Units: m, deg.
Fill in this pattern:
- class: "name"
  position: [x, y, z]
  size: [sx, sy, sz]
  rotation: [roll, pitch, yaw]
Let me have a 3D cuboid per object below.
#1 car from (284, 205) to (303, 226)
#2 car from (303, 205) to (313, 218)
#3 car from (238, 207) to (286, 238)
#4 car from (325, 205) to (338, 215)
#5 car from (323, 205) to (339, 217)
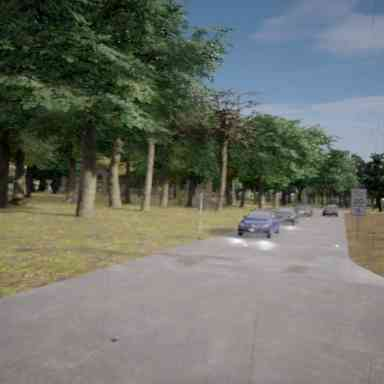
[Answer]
- class: "car"
  position: [8.342, 2.060, 29.243]
  size: [1.812, 1.442, 4.674]
  rotation: [2, 0, 23]
- class: "car"
  position: [14.208, 2.380, 42.121]
  size: [2.128, 1.511, 4.902]
  rotation: [2, 0, 25]
- class: "car"
  position: [4.158, 1.818, 19.922]
  size: [1.812, 1.442, 4.674]
  rotation: [2, 0, 24]
- class: "car"
  position: [23.623, 2.954, 56.074]
  size: [1.837, 1.490, 4.892]
  rotation: [2, -1, 24]
- class: "car"
  position: [19.389, 2.714, 46.512]
  size: [1.994, 1.385, 4.181]
  rotation: [2, -1, 24]
